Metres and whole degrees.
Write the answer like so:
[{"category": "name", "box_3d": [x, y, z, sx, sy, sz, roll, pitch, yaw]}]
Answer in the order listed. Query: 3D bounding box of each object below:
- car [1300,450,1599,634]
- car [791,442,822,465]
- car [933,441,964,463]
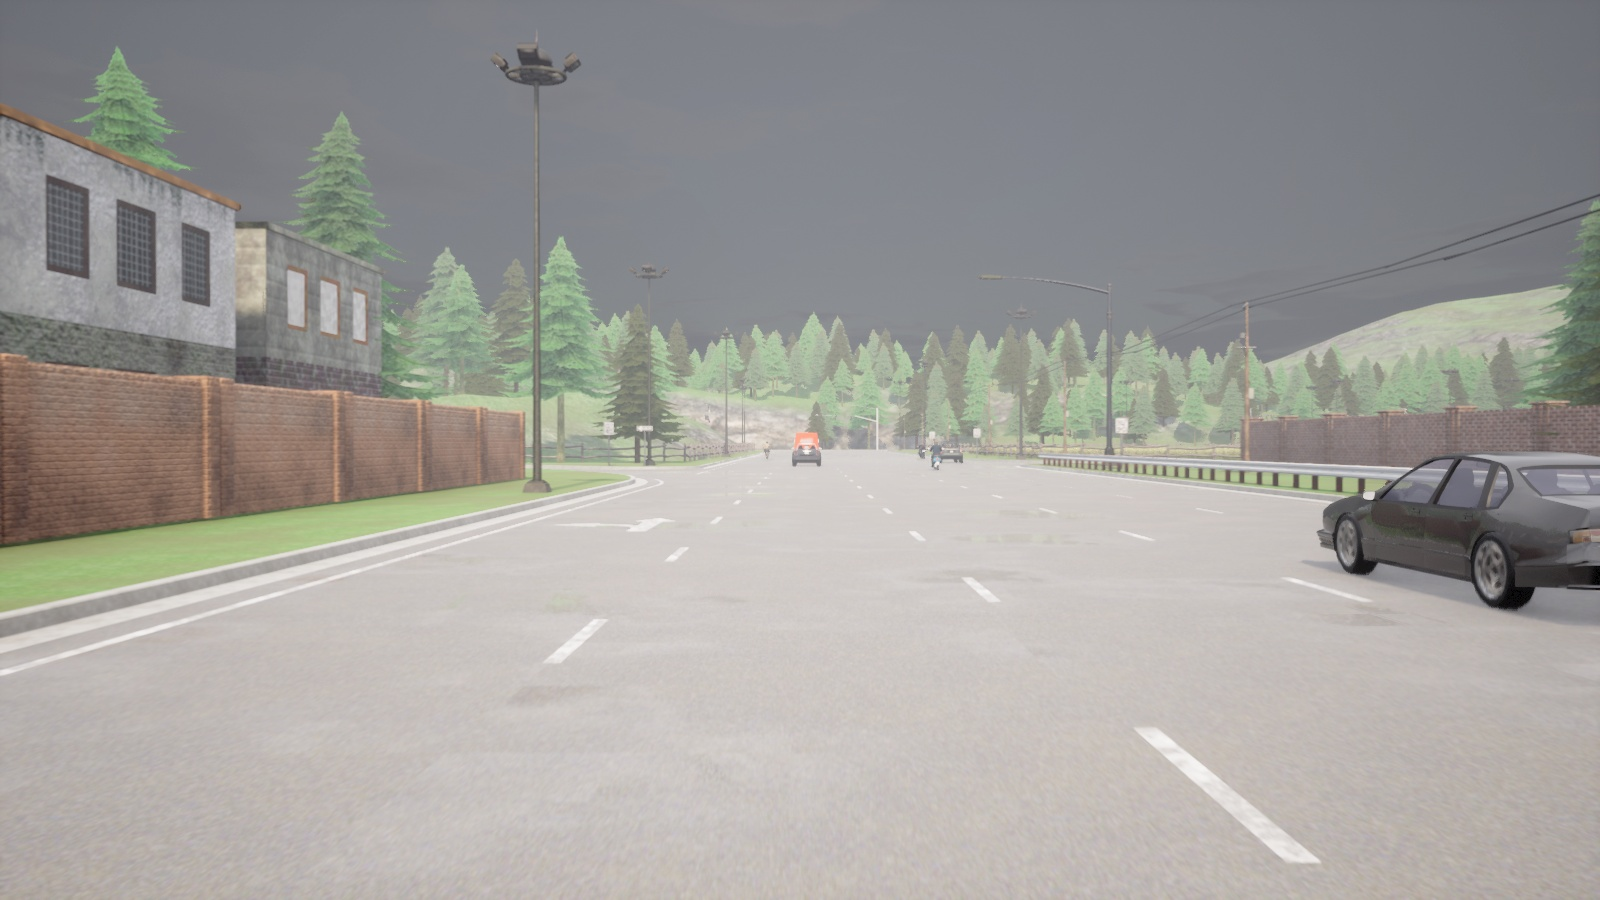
[{"category": "car", "box_3d": [7.081, 0.726, 12.569, 2.033, 1.411, 5.357, 0, 0, 0]}, {"category": "car", "box_3d": [0.444, 0.233, 82.319, 1.970, 1.475, 3.806, 0, 0, 0]}, {"category": "car", "box_3d": [11.017, 0.111, 93.341, 1.851, 1.617, 3.988, 0, 0, -1]}]
